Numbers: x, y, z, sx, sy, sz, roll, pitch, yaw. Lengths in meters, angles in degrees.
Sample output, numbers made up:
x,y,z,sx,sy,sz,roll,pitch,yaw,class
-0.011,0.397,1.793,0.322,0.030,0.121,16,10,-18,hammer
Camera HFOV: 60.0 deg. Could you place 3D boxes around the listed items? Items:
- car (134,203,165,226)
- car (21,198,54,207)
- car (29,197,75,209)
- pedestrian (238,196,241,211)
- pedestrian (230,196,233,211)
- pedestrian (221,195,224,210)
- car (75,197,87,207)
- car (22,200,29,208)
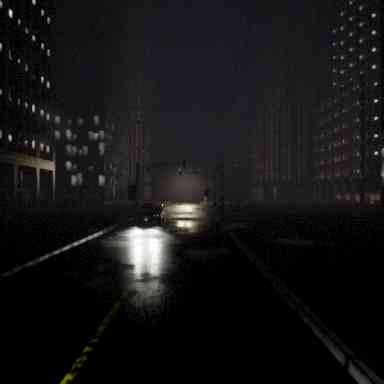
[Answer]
x,y,z,sx,sy,sz,roll,pitch,yaw,class
-3.080,1.597,24.780,2.128,1.511,4.902,0,0,0,car
-24.863,1.662,53.514,4.403,1.369,2.008,0,-1,-1,car
-18.879,1.604,45.000,4.829,1.417,1.752,0,-1,-1,car
5.650,1.394,39.954,0.375,1.860,0.375,0,0,0,pedestrian
4.649,1.334,39.355,0.375,1.860,0.375,0,0,0,pedestrian
3.650,1.307,40.556,0.375,1.860,0.375,0,0,0,pedestrian
-19.186,1.585,53.636,4.097,1.590,1.967,0,-1,-1,car
-24.726,1.359,44.939,5.009,1.841,2.192,0,-1,-1,car
